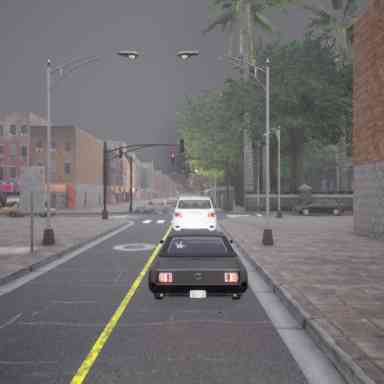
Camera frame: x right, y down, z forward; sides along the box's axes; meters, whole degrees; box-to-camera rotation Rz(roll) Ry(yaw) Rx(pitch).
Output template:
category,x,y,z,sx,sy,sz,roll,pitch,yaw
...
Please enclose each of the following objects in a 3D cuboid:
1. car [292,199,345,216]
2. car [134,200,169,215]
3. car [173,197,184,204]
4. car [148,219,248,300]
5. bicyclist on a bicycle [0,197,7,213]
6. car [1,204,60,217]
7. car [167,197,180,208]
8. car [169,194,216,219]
category,x,y,z,sx,sy,sz,roll,pitch,yaw
car,12.282,1.491,32.441,4.892,1.490,1.837,0,0,0
car,-4.180,1.629,35.254,1.895,1.301,4.718,0,0,23
car,-2.674,1.663,65.564,1.895,1.301,4.718,0,0,1
car,0.114,1.603,8.371,1.895,1.301,4.718,0,0,0
bicyclist on a bicycle,-20.087,1.372,35.359,0.582,1.620,1.656,0,0,0
car,-14.394,1.571,29.710,4.829,1.417,1.752,0,0,0
car,-2.764,1.570,50.885,1.812,1.442,4.674,0,0,0
car,0.134,1.230,18.136,2.150,2.045,5.566,0,0,0
